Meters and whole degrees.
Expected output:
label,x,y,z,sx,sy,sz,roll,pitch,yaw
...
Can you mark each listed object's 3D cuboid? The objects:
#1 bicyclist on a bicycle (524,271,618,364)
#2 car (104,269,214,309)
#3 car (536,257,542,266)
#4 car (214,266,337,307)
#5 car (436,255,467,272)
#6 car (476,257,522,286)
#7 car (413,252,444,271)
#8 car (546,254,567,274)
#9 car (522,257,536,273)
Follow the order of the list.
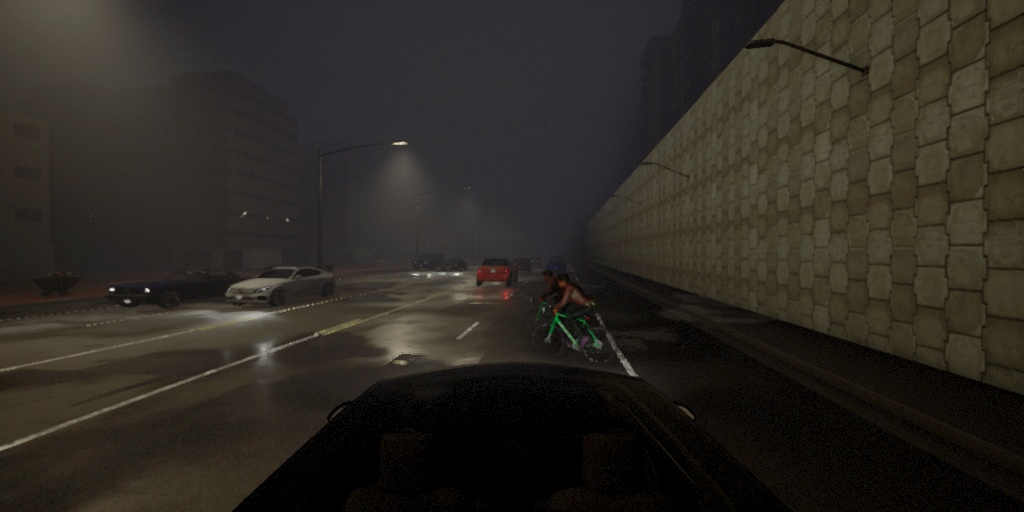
label,x,y,z,sx,sy,sz,roll,pitch,yaw
bicyclist on a bicycle,1.113,1.152,6.661,1.656,1.620,0.582,-1,0,27
car,-12.860,1.227,14.453,1.895,1.301,4.718,0,1,8
car,3.363,0.776,53.358,2.033,1.411,5.357,0,1,8
car,-9.263,1.146,14.896,1.812,1.442,4.674,0,1,8
car,-6.034,0.913,37.847,1.812,1.442,4.674,0,1,8
car,-0.834,0.887,23.073,2.097,1.767,4.553,0,1,8
car,-9.204,0.583,40.427,2.150,2.045,5.566,0,1,8
car,4.287,0.896,34.486,1.882,1.535,5.008,0,1,8
car,1.025,0.873,36.809,1.882,1.535,5.008,0,1,9
